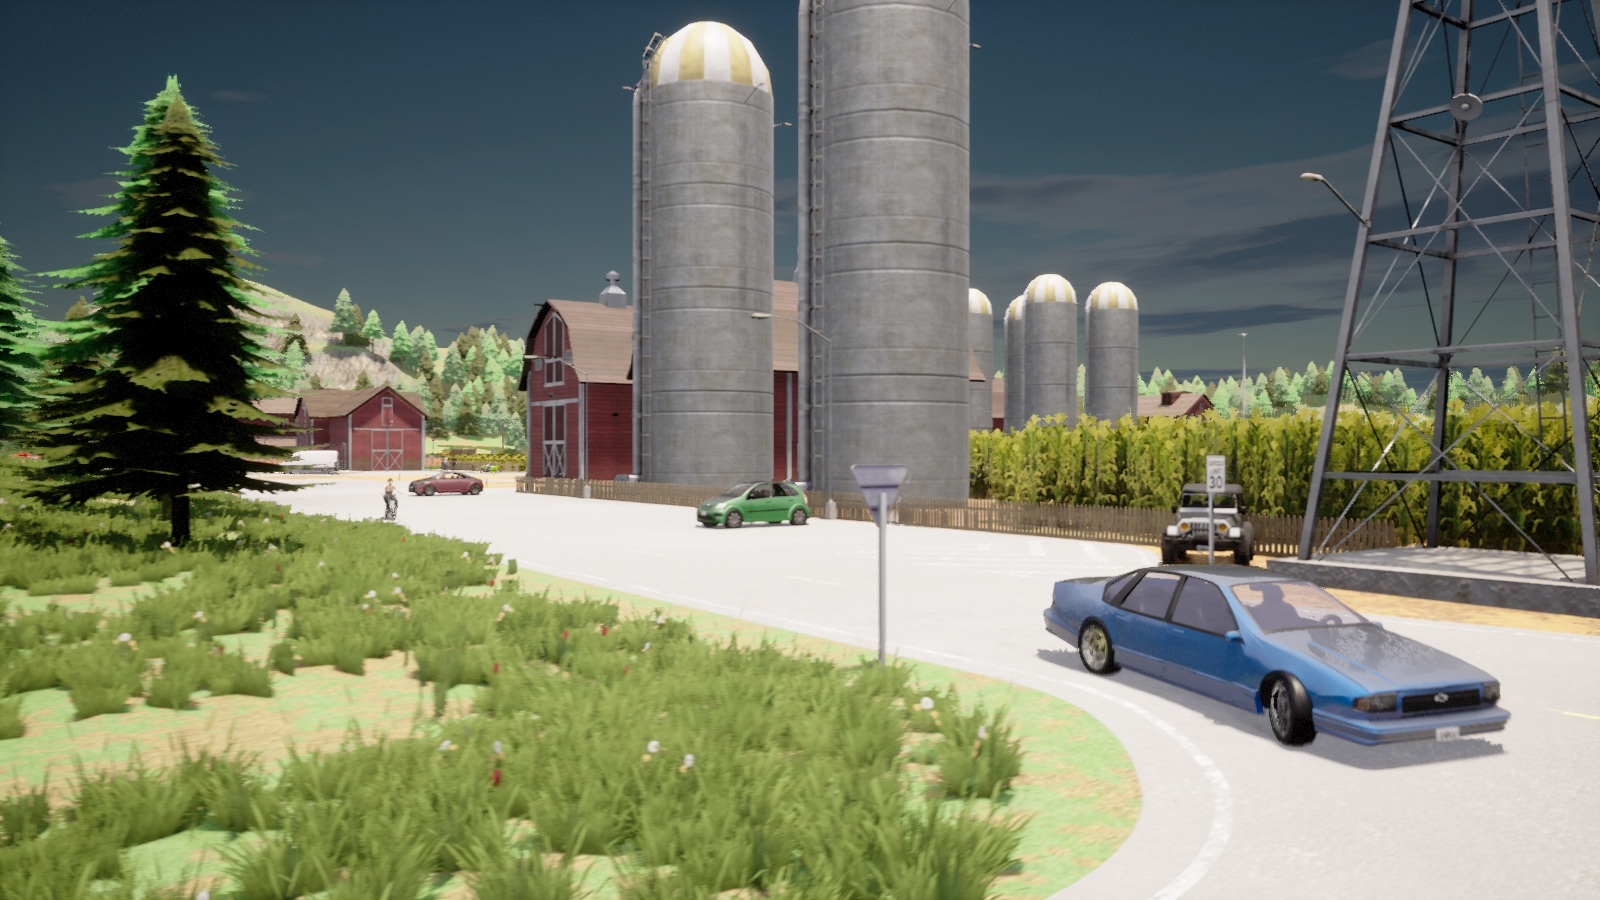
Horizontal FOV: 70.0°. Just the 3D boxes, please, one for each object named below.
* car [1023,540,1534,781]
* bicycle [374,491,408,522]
[{"bbox_3d":[4.788,2.023,12.600,2.033,1.411,5.357,0,2,-21],"label":"car"},{"bbox_3d":[-15.537,2.122,43.387,0.859,1.080,1.487,0,0,-34],"label":"bicycle"}]
